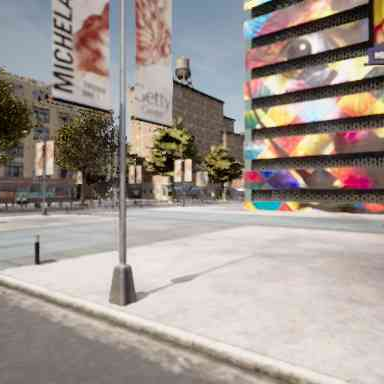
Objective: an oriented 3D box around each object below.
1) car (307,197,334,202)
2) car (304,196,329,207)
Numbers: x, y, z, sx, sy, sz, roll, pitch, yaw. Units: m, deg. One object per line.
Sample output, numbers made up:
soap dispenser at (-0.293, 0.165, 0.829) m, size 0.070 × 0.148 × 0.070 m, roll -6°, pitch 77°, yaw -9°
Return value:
car at (14.677, 1.334, 37.151) m, size 2.002 × 1.452 × 4.674 m, roll 0°, pitch 0°, yaw 36°
car at (18.542, 1.430, 49.432) m, size 2.161 × 1.482 × 4.786 m, roll 0°, pitch 0°, yaw 36°
